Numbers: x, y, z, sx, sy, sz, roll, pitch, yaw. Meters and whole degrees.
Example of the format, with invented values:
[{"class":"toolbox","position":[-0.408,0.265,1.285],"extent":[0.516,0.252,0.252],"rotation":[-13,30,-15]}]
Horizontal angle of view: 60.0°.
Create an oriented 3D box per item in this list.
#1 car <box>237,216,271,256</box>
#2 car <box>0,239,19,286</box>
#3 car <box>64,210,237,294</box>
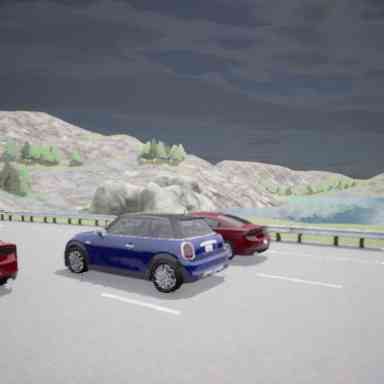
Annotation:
[{"class":"car","position":[0.311,1.452,12.063],"extent":[5.008,1.535,1.882],"rotation":[0,0,33]},{"class":"car","position":[-6.228,1.457,7.968],"extent":[5.008,1.535,1.882],"rotation":[0,0,33]},{"class":"car","position":[-1.372,1.332,8.973],"extent":[4.553,1.767,2.097],"rotation":[0,0,33]}]
